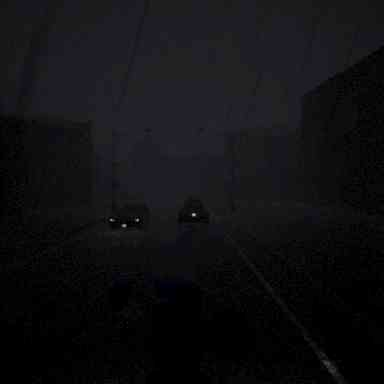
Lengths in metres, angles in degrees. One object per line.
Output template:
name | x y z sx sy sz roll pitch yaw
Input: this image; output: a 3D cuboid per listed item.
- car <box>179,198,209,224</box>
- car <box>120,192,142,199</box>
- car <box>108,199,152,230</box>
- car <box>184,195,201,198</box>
car | 0.116 1.373 22.669 1.994 1.385 4.181 0 1 0
car | -11.505 0.835 62.244 4.902 1.511 2.128 0 2 40
car | -3.584 1.380 20.247 2.033 1.411 5.357 0 1 0
car | 0.084 1.049 40.686 1.882 1.535 5.008 0 1 -1
